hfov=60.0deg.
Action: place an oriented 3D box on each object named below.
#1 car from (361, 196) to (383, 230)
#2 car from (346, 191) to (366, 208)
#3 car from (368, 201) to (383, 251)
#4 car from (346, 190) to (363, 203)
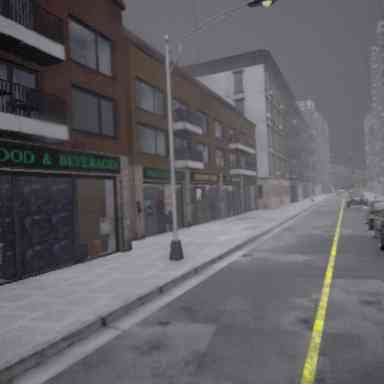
[{"bbox_3d":[10.484,1.167,17.995,1.882,1.535,5.008,-3,-1,25],"label":"car"},{"bbox_3d":[18.874,0.831,38.203,2.097,1.767,4.553,-3,-1,25],"label":"car"},{"bbox_3d":[7.963,1.260,12.551,1.837,1.490,4.892,-3,-1,25],"label":"car"},{"bbox_3d":[24.153,0.685,49.658,2.097,1.767,4.553,-3,-1,25],"label":"car"}]
